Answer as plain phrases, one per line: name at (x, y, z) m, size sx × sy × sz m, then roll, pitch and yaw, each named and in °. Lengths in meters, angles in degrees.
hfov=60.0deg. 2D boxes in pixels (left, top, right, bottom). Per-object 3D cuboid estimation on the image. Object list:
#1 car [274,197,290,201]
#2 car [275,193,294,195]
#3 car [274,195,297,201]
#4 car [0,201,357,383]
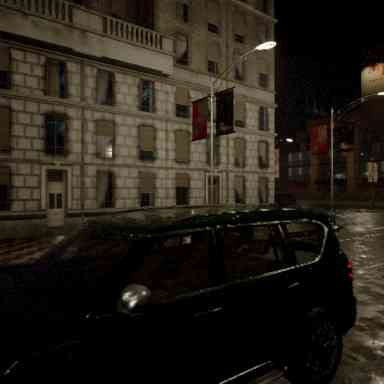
car at (9.112, 1.602, 40.394) m, size 1.895 × 1.301 × 4.718 m, roll 0°, pitch 0°, yaw -36°
car at (15.345, 1.223, 57.483) m, size 2.150 × 2.045 × 5.566 m, roll 0°, pitch 0°, yaw -37°
car at (11.735, 1.527, 42.733) m, size 1.812 × 1.442 × 4.674 m, roll 0°, pitch 0°, yaw -36°
car at (-0.386, 1.221, 3.719) m, size 5.566 × 2.045 × 2.150 m, roll 0°, pitch 0°, yaw -36°
